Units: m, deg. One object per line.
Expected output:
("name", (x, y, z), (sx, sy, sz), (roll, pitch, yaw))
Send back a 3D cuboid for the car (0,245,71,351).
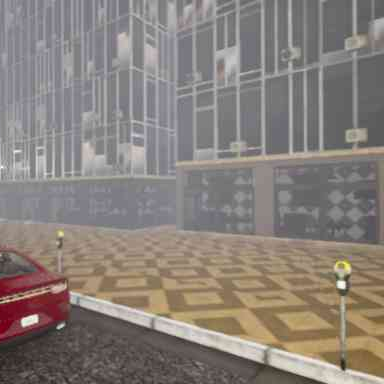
("car", (-3.957, 1.572, 5.687), (4.507, 1.381, 1.887), (0, 0, 35))
